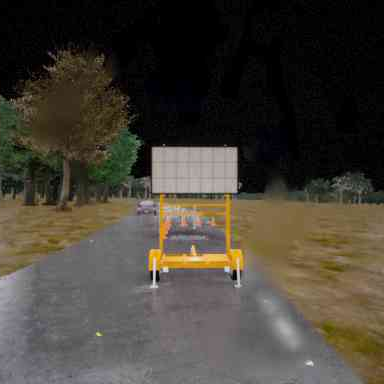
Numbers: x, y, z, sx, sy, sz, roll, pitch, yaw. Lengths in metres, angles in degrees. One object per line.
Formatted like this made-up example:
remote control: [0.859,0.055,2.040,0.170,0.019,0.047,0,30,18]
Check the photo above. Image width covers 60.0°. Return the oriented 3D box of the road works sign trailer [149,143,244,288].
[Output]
road works sign trailer: [0.071,0.464,9.224,2.380,3.560,2.880,0,0,-2]

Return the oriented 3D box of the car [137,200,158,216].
car: [-4.321,1.527,32.218,1.812,1.442,4.674,0,0,-6]
